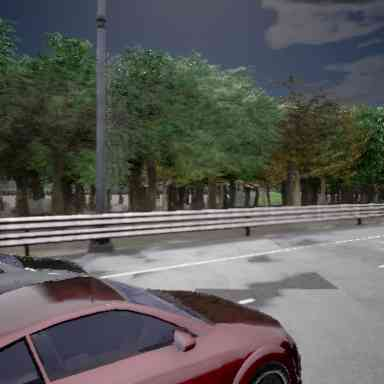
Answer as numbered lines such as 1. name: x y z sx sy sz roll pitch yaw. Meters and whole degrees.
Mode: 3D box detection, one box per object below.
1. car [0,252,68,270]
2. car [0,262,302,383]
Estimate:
1. car: -3.791 1.550 5.359 4.181 1.385 1.994 0 0 -35
2. car: -0.891 1.556 3.112 4.181 1.385 1.994 0 0 -35
